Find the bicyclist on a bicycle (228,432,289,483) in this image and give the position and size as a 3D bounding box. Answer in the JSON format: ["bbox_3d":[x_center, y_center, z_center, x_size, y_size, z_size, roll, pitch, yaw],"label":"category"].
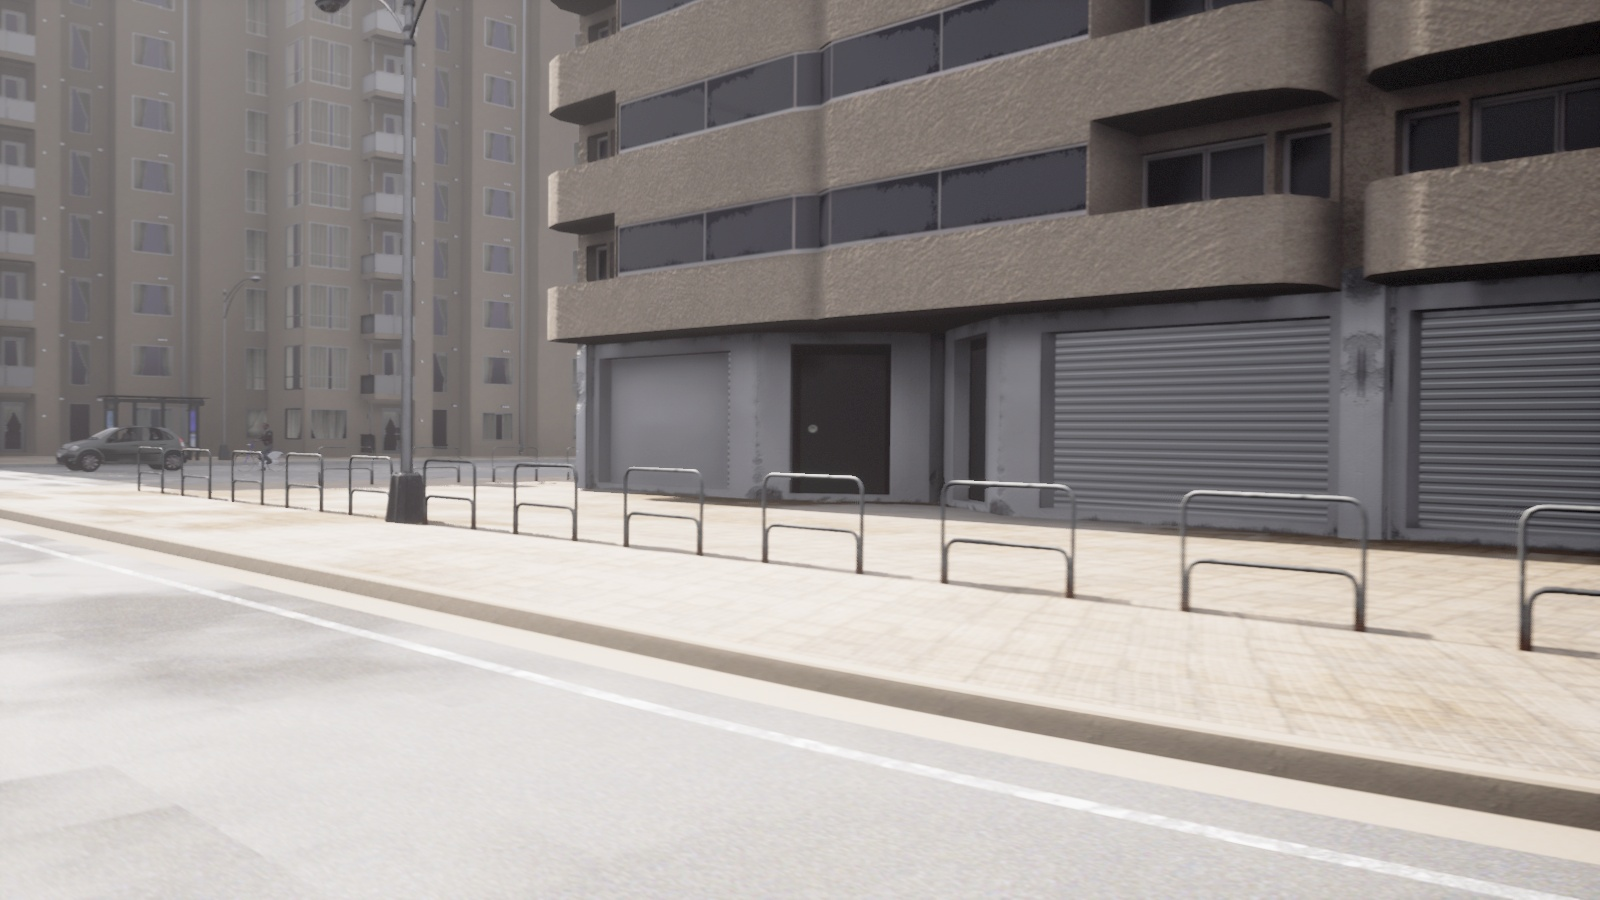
[{"bbox_3d":[-19.086,0.258,44.303,0.659,1.776,1.843,0,1,44],"label":"bicyclist on a bicycle"}]

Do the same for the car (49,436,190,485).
[{"bbox_3d":[-23.945,0.327,44.294,1.851,1.617,3.988,0,1,44],"label":"car"}]
